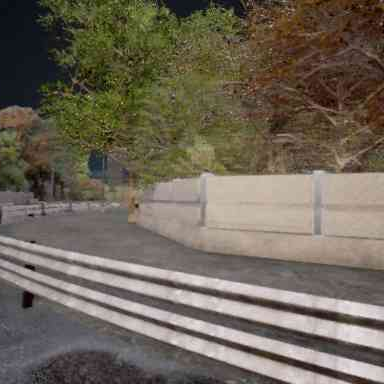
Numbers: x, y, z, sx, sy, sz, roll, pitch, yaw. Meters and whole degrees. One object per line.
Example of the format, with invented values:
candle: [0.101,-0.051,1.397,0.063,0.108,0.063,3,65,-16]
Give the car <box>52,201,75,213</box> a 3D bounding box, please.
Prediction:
car: [-19.271,2.123,50.060,2.097,1.767,4.553,1,-1,-3]

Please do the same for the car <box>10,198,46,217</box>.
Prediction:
car: [-18.631,1.739,38.007,2.150,2.045,5.566,1,-1,-3]
